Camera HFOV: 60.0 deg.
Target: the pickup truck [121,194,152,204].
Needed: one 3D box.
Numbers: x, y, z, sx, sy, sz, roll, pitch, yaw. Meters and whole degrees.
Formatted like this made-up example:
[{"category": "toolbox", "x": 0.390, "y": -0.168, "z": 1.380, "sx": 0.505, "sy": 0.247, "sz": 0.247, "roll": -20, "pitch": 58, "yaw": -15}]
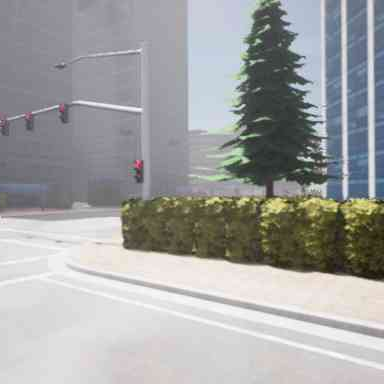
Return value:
[{"category": "pickup truck", "x": -9.646, "y": 1.374, "z": 57.588, "sx": 6.274, "sy": 2.098, "sz": 2.390, "roll": 0, "pitch": 0, "yaw": -24}]
